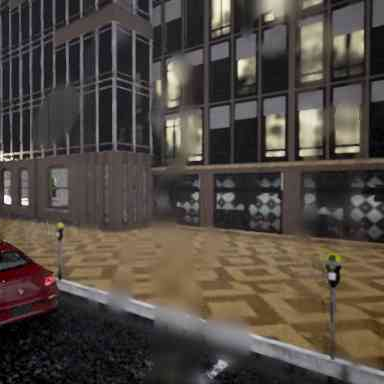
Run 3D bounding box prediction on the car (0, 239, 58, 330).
[{"bbox_3d":[-4.021,1.461,5.823,4.206,1.307,1.802,1,1,36],"label":"car"}]
